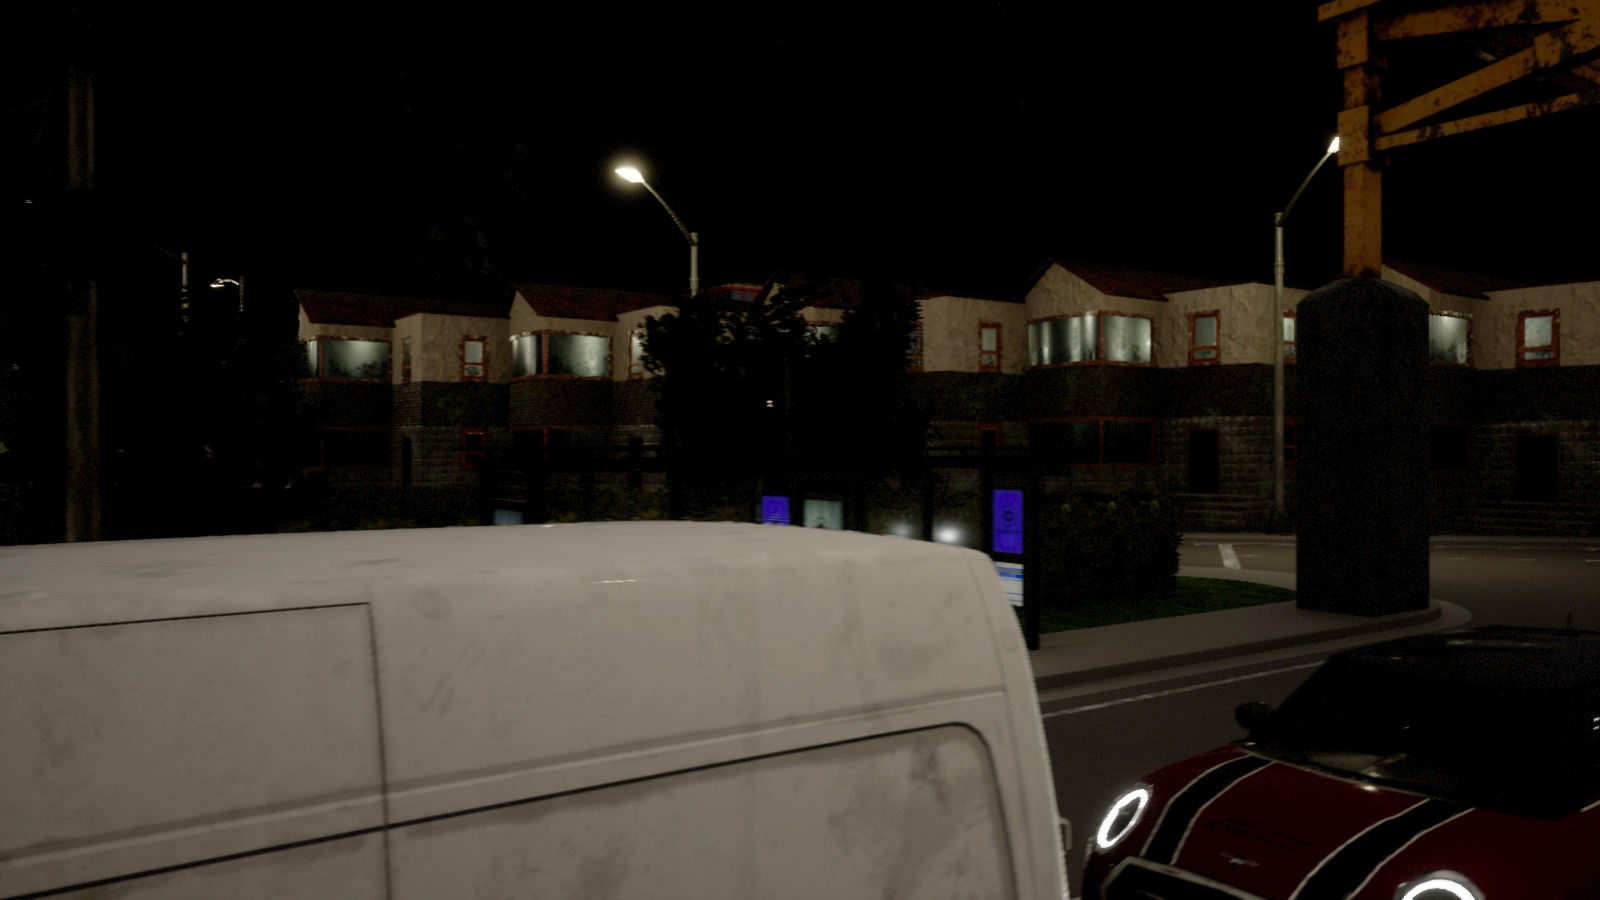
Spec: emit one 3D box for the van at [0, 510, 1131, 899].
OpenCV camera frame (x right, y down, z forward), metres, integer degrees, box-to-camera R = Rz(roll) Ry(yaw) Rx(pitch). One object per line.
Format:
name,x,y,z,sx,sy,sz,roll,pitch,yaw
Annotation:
van,-2.073,1.534,2.308,5.915,2.561,1.988,0,0,-35

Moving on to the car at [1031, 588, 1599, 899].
car,3.651,1.905,6.302,4.553,1.767,2.097,0,0,-35
